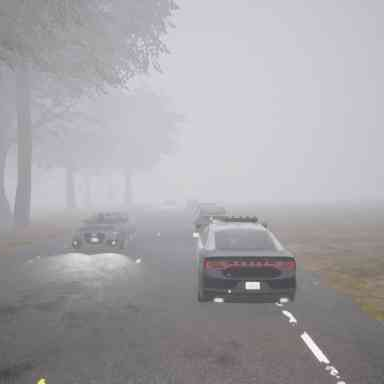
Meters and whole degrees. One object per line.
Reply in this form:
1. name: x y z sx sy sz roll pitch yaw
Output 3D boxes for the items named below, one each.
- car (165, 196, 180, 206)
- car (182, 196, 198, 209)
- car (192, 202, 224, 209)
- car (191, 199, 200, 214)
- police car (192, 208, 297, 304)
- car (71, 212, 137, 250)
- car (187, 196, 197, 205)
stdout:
1. car: -3.556 1.657 56.043 1.895 1.301 4.718 0 0 0
2. car: 0.053 1.572 45.925 2.033 1.411 5.357 0 0 0
3. car: 1.062 1.502 18.256 1.837 1.490 4.892 0 0 0
4. car: 1.065 1.504 24.258 1.837 1.490 4.892 0 0 0
5. police car: 1.057 1.422 8.363 1.930 1.638 5.238 0 0 0
6. car: -3.589 1.560 14.233 1.994 1.385 4.181 0 0 0
7. car: 0.037 1.567 63.656 1.882 1.535 5.008 0 0 0
